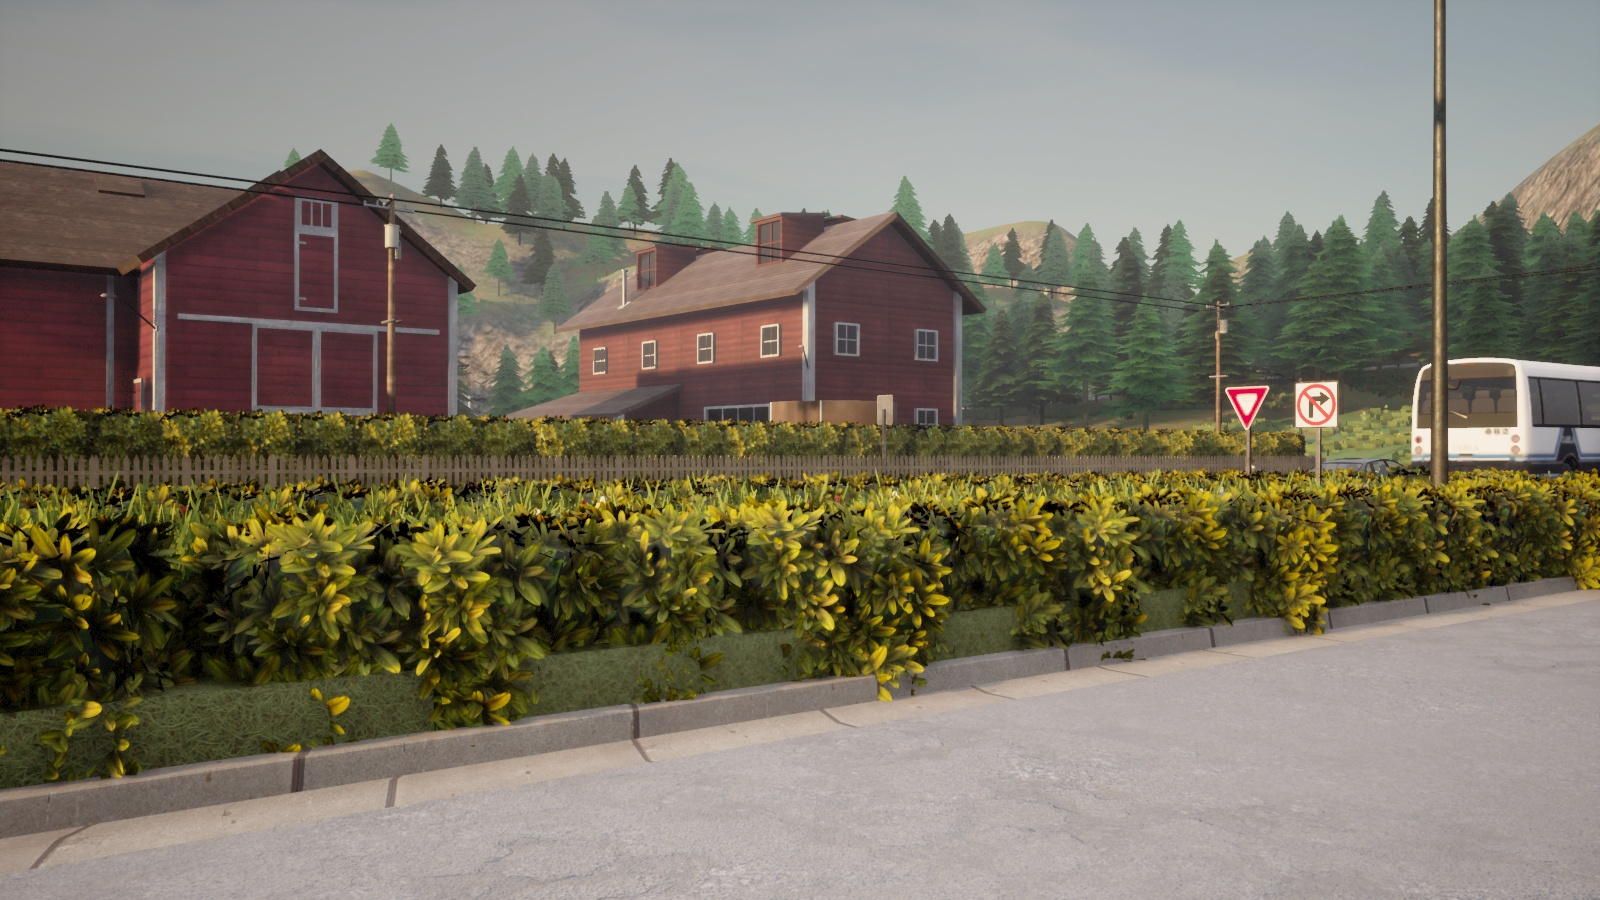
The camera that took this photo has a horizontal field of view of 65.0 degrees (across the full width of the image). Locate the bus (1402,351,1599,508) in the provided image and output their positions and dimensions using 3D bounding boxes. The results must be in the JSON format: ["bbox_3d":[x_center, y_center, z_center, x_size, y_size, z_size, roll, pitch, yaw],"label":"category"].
[{"bbox_3d":[23.141,-0.586,38.733,10.273,4.253,3.944,0,0,-37],"label":"bus"}]

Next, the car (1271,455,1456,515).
[{"bbox_3d":[14.548,0.840,32.296,5.357,1.411,2.033,0,0,-37],"label":"car"}]
